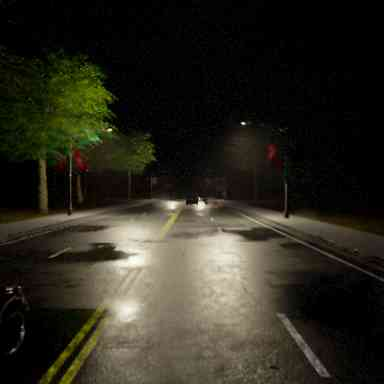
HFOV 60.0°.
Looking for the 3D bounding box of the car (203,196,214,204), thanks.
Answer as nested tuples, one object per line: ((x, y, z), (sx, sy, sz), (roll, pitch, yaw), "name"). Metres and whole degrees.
((3.277, 1.570, 66.772), (2.033, 1.411, 5.357), (0, 0, 0), "car")

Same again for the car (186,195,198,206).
((0.022, 1.359, 56.736), (2.097, 1.767, 4.553), (0, 0, 0), "car")

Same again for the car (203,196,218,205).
((3.273, 1.533, 56.766), (1.812, 1.442, 4.674), (0, 0, 0), "car")

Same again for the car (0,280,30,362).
((-3.331, 1.563, 3.103), (1.994, 1.385, 4.181), (0, 0, 0), "car")

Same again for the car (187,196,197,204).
((0.027, 1.571, 66.773), (2.033, 1.411, 5.357), (0, 0, 0), "car")
